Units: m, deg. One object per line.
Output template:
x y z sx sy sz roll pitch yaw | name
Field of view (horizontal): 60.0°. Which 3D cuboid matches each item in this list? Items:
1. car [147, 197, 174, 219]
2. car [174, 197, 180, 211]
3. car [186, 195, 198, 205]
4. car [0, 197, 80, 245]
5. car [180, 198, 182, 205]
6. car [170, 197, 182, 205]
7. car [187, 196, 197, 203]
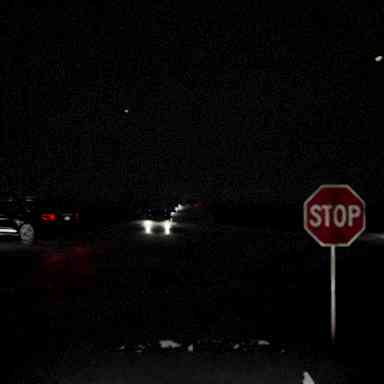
-2.820 1.478 29.235 1.882 1.535 5.008 0 0 -2 | car
-2.867 1.551 39.045 2.033 1.411 5.357 0 0 0 | car
-0.017 1.357 61.075 2.097 1.767 4.553 0 0 0 | car
-7.900 1.268 15.740 5.566 2.045 2.150 -1 -2 26 | car
-2.862 1.554 49.365 2.033 1.411 5.357 0 0 0 | car
-2.852 1.607 59.705 1.895 1.301 4.718 0 0 0 | car
-0.058 1.554 71.280 1.994 1.385 4.181 0 0 0 | car
